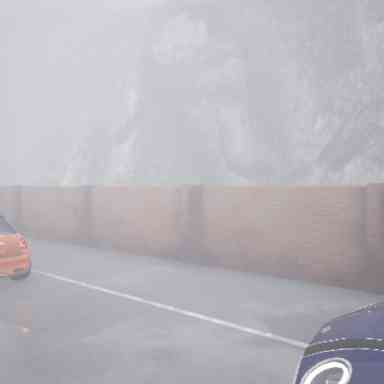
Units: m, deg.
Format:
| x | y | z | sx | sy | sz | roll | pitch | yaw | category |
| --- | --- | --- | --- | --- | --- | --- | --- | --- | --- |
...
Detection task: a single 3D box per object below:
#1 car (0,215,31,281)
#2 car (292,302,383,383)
| x | y | z | sx | sy | sz | roll | pitch | yaw | category |
| --- | --- | --- | --- | --- | --- | --- | --- | --- | --- |
| -6.095 | 1.267 | 8.396 | 4.553 | 1.767 | 2.097 | 1 | 0 | 36 | car |
| 2.931 | 1.365 | 1.946 | 4.553 | 1.767 | 2.097 | 1 | 0 | 35 | car |
